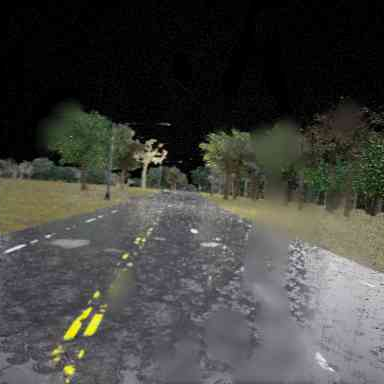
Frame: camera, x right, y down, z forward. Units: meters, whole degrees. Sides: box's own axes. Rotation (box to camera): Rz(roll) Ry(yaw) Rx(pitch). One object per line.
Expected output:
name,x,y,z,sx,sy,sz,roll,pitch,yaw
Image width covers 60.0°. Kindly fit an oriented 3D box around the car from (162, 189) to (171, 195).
car,-6.208,-0.081,82.348,1.994,1.385,4.181,5,2,-1
